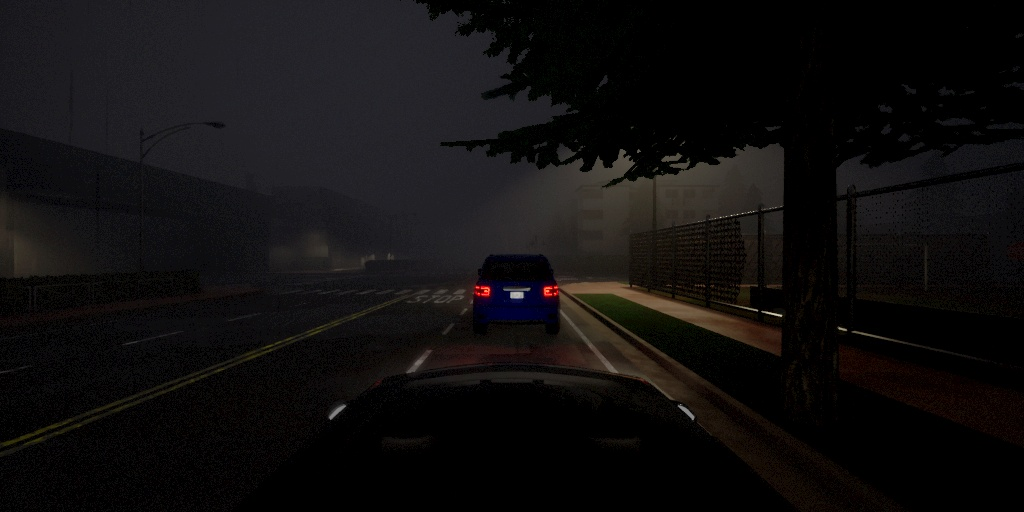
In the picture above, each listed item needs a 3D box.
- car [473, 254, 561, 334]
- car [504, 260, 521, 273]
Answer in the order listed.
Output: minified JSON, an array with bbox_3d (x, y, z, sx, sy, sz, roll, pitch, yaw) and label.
[{"bbox_3d":[0.115,0.972,10.727,2.150,2.045,5.566,0,0,0],"label":"car"},{"bbox_3d":[0.025,1.242,45.602,2.128,1.511,4.902,0,0,0],"label":"car"}]
